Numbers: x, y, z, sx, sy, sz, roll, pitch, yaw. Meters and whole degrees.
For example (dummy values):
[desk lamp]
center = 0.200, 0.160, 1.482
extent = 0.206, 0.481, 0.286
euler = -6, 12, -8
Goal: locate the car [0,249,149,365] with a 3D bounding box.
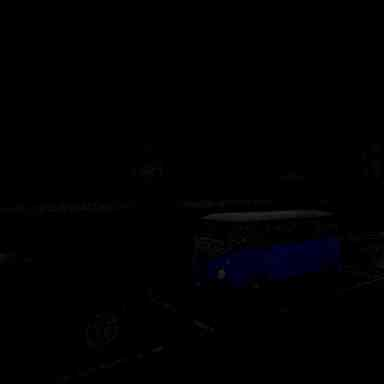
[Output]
[car]
center = -2.782, 1.545, 4.549
extent = 4.507, 1.381, 1.887
euler = 0, 0, -36

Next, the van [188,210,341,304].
[van]
center = 1.814, 1.340, 7.848
extent = 3.998, 1.788, 1.690
euler = 0, 0, -36
